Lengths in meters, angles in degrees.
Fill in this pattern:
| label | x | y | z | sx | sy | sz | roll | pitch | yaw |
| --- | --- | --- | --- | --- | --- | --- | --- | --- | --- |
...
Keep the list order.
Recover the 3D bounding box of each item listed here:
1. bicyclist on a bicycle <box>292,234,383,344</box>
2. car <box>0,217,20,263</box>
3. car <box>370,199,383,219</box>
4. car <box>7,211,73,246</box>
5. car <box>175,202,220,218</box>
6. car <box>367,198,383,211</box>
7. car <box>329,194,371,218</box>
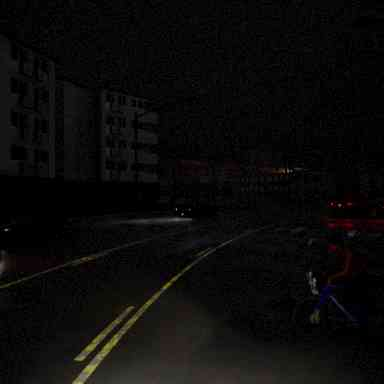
| label | x | y | z | sx | sy | sz | roll | pitch | yaw |
| --- | --- | --- | --- | --- | --- | --- | --- | --- | --- |
| bicyclist on a bicycle | 2.331 | 1.455 | 4.991 | 1.656 | 1.620 | 0.582 | -2 | 0 | 10 |
| car | -6.196 | 1.492 | 6.715 | 2.128 | 1.511 | 4.902 | 0 | 0 | 11 |
| car | 17.200 | 1.491 | 28.157 | 2.128 | 1.511 | 4.902 | 0 | 0 | 44 |
| car | -7.515 | 1.564 | 15.358 | 1.994 | 1.385 | 4.181 | 0 | 0 | 20 |
| car | 0.525 | 1.601 | 30.315 | 1.895 | 1.301 | 4.718 | 0 | 0 | 38 |
| car | 23.281 | 1.546 | 41.601 | 1.994 | 1.385 | 4.181 | 0 | 0 | 22 |
| car | 14.490 | 1.221 | 30.379 | 2.150 | 2.045 | 5.566 | 0 | 0 | 44 |
